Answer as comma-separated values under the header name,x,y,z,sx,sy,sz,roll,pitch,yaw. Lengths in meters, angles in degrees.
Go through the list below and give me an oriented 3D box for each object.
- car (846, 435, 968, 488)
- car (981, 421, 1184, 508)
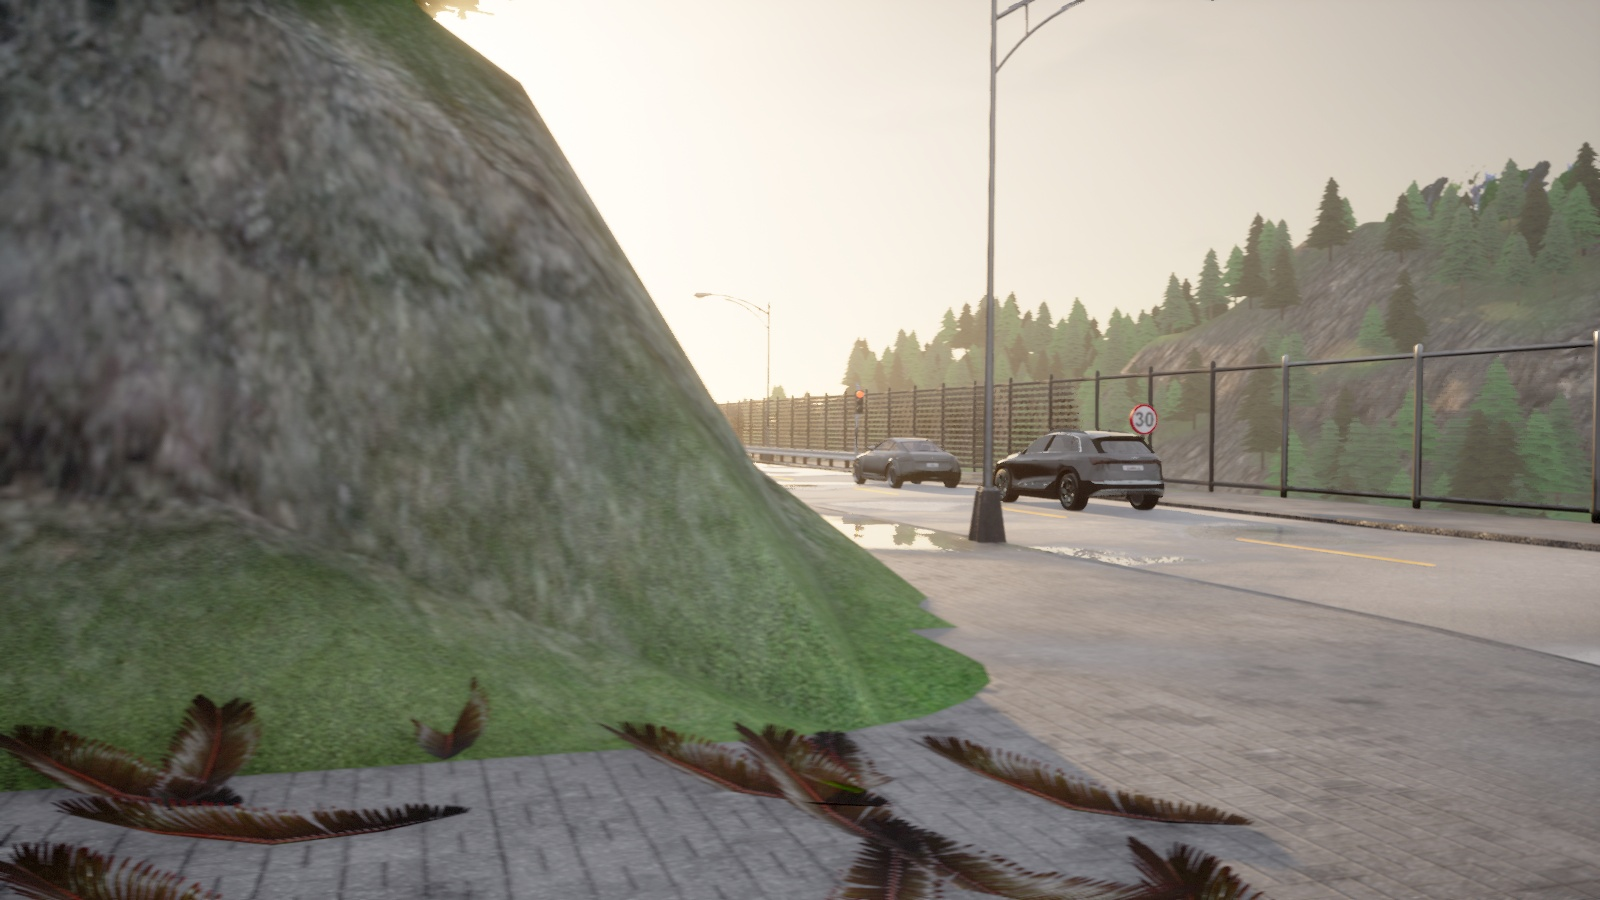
name,x,y,z,sx,sy,sz,roll,pitch,yaw
car,2.954,0.271,35.685,1.994,1.385,4.181,-1,1,-18
car,5.840,0.246,26.690,2.033,1.649,4.856,-1,1,-18
